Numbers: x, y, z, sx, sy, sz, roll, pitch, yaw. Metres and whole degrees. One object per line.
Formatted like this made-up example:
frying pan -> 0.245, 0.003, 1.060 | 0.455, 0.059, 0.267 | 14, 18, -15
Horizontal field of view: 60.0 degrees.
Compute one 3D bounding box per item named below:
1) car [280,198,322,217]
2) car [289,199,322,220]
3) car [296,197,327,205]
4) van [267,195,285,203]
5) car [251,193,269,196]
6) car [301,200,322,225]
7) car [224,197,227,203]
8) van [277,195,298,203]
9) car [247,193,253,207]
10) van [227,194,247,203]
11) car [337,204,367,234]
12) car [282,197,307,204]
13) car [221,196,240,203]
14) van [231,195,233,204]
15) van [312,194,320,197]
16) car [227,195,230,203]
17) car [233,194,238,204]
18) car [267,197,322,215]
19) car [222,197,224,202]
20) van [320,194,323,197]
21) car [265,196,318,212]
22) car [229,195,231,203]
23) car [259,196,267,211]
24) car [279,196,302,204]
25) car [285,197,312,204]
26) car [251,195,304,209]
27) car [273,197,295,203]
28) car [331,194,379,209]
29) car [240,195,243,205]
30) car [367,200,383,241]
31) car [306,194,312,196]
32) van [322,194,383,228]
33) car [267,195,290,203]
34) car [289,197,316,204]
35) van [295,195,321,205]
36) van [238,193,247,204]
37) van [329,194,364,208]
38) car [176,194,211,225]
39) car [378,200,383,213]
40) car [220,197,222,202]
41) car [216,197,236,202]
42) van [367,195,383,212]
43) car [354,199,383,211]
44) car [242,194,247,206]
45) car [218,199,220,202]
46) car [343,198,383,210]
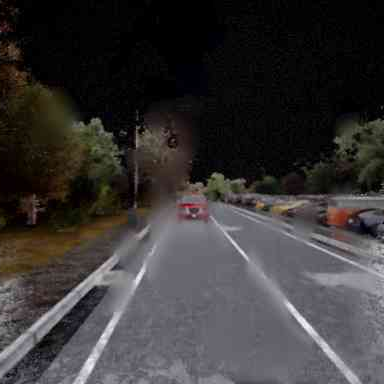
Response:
car -> 10.308, 1.536, 28.120 | 4.792, 1.488, 2.163 | 0, 0, 0
car -> 10.325, 1.538, 25.343 | 4.792, 1.488, 2.163 | 0, 0, 0
car -> 23.010, 1.698, 64.098 | 5.366, 1.575, 1.946 | 0, -1, 0
van -> 23.138, 1.936, 91.922 | 4.442, 1.987, 1.878 | 0, -1, 0
car -> 10.221, 1.374, 42.000 | 4.553, 1.767, 2.185 | 0, 0, 0
car -> 10.342, 1.539, 22.567 | 4.792, 1.488, 2.163 | 0, 0, 0
car -> 10.067, 1.737, 72.516 | 5.008, 1.535, 2.097 | 0, -1, 0
van -> 23.208, 1.737, 80.724 | 4.442, 1.987, 1.878 | 0, -1, 0
car -> 10.204, 1.373, 44.776 | 4.553, 1.767, 2.185 | 0, 0, 0
van -> 10.163, 1.555, 75.296 | 4.442, 1.987, 1.878 | 0, -1, 0
car -> 10.435, 1.542, 17.015 | 4.792, 1.488, 2.163 | 0, 0, 0
car -> 23.119, 1.877, 75.306 | 5.008, 1.535, 2.097 | 0, -1, 0
car -> 10.007, 1.830, 86.393 | 4.553, 1.767, 2.185 | 0, -1, 0
van -> 10.016, 1.337, 61.416 | 4.442, 1.987, 1.878 | 0, -1, 0
van -> 23.131, 1.364, 55.944 | 4.442, 1.987, 1.878 | 0, 0, 0
car -> 10.066, 1.680, 66.965 | 4.792, 1.488, 2.163 | 0, -1, 0
car -> 10.196, 1.242, 55.881 | 5.566, 2.045, 2.435 | 0, 0, 0
car -> 10.135, 1.501, 30.895 | 5.366, 1.575, 1.946 | 0, 0, 0
car -> 10.029, 1.864, 78.067 | 4.674, 1.452, 2.002 | 0, -1, 0
van -> 23.382, 1.368, 53.042 | 4.442, 1.987, 1.878 | 0, 0, 0
car -> 10.310, 1.505, 33.672 | 4.892, 1.521, 2.231 | 0, 0, 0
car -> 10.116, 1.647, 64.188 | 4.674, 1.452, 2.002 | 0, -1, 0
car -> 10.280, 1.504, 36.448 | 4.892, 1.521, 2.231 | 0, 0, 0
car -> 23.077, 1.793, 77.952 | 4.553, 1.767, 2.185 | 0, -1, 0
car -> 23.137, 1.832, 72.410 | 5.008, 1.535, 2.097 | 0, -1, 0
car -> 10.083, 1.497, 39.223 | 5.366, 1.575, 1.946 | 0, 0, 0
car -> 23.066, 2.006, 83.490 | 4.892, 1.521, 2.231 | 0, -1, 0
car -> 23.270, 1.344, 47.626 | 5.566, 2.045, 2.435 | 0, 0, 0
car -> 10.203, 1.536, 50.329 | 4.674, 1.452, 2.002 | 0, 0, 0
car -> 10.455, 1.391, 14.242 | 4.553, 1.767, 2.185 | 0, 0, 0
car -> 23.234, 1.616, 58.562 | 5.008, 1.535, 2.097 | 0, -1, 0
van -> 10.507, 1.286, 19.792 | 4.442, 1.987, 1.878 | 0, 0, 0
car -> 23.067, 1.848, 89.030 | 5.566, 2.045, 2.435 | 0, -1, 0
car -> 23.153, 1.790, 69.640 | 4.892, 1.521, 2.231 | 0, -1, 0
van -> 23.296, 1.521, 66.875 | 4.442, 1.987, 1.878 | 0, -1, 0
van -> 10.068, 1.268, 53.104 | 4.442, 1.987, 1.878 | 0, 0, 0
van -> 23.398, 1.369, 50.397 | 4.442, 1.987, 1.878 | 0, 0, 0
car -> 0.113, 1.158, 24.091 | 2.150, 2.045, 5.566 | 0, 0, -1
car -> 23.368, 1.641, 36.545 | 4.674, 1.452, 2.002 | 0, 0, 0
car -> 10.038, 1.896, 80.843 | 4.792, 1.488, 2.163 | 0, -1, 0
car -> 9.736, 2.127, 94.705 | 5.366, 1.575, 1.946 | 0, -1, 0
van -> 23.466, 1.374, 39.317 | 4.442, 1.987, 1.878 | 0, 0, 0
car -> 23.329, 1.638, 41.960 | 4.674, 1.452, 2.002 | 0, 0, 0
car -> 10.212, 1.497, 47.553 | 5.008, 1.535, 2.097 | 0, 0, 0
car -> 9.965, 1.658, 83.623 | 5.566, 2.045, 2.435 | 0, -1, 0
car -> 23.309, 1.596, 44.731 | 5.008, 1.535, 2.097 | 0, 0, 0
